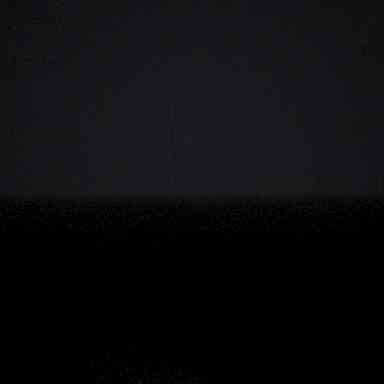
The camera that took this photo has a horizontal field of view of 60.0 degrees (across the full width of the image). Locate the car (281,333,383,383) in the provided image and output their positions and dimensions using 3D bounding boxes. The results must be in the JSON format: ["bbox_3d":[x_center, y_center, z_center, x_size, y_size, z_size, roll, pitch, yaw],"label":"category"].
[{"bbox_3d":[2.985,1.523,2.270,4.674,1.442,1.812,0,0,4],"label":"car"}]
